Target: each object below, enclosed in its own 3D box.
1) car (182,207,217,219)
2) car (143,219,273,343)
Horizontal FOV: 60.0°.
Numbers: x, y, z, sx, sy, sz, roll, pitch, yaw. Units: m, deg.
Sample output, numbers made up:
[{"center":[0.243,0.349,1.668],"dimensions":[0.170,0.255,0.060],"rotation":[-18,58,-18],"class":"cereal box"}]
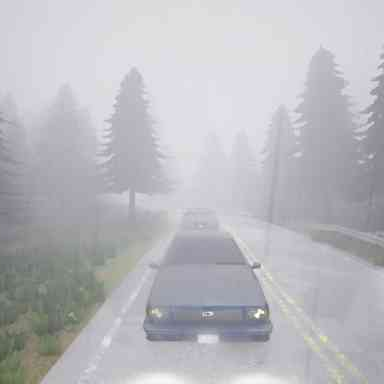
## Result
[{"center":[0.410,1.584,19.144],"dimensions":[1.994,1.385,4.181],"rotation":[0,0,-2],"class":"car"},{"center":[0.254,1.557,7.059],"dimensions":[2.033,1.411,5.357],"rotation":[0,0,1],"class":"car"}]
